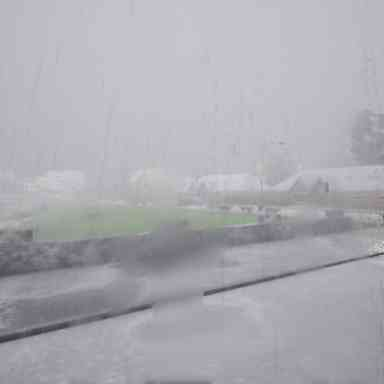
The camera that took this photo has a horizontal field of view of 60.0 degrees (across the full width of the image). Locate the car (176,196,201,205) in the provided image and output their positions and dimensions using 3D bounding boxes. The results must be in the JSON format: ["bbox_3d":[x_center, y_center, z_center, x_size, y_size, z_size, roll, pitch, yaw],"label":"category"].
[{"bbox_3d":[-0.708,1.415,58.327,1.882,1.535,5.008,0,0,-35],"label":"car"}]

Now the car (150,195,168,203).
[{"bbox_3d":[-6.637,1.414,66.556,1.882,1.535,5.008,0,0,-36],"label":"car"}]

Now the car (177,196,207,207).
[{"bbox_3d":[0.258,1.449,49.857,1.837,1.490,4.892,0,0,-35],"label":"car"}]
